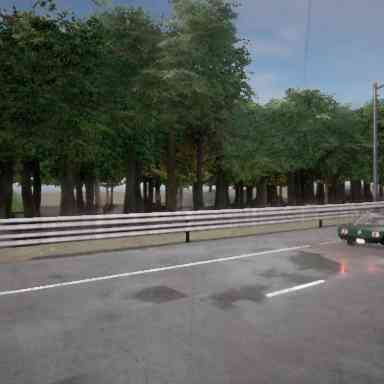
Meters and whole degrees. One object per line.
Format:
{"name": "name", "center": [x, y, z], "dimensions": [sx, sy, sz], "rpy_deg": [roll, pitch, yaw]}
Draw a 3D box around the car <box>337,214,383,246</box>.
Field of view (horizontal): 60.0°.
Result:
{"name": "car", "center": [8.292, 1.589, 14.082], "dimensions": [4.718, 1.301, 1.895], "rpy_deg": [0, 0, -35]}
